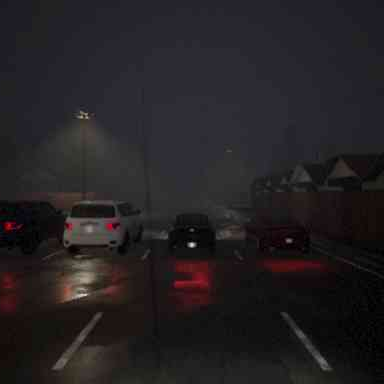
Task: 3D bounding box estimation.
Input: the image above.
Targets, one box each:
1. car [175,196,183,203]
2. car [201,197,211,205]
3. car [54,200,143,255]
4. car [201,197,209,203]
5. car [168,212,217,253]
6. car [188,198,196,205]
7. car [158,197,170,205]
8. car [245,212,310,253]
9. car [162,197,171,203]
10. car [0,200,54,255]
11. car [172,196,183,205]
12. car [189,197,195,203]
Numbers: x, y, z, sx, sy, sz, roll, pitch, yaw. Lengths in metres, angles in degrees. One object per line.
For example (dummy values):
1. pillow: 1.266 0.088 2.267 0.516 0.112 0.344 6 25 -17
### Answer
1. car: -3.487 2.066 90.790 2.097 1.767 4.553 0 -1 0
2. car: 3.512 2.268 79.563 1.812 1.442 4.674 0 -1 0
3. car: -3.498 1.350 14.027 2.150 2.045 5.566 0 0 0
4. car: 3.513 2.211 90.818 1.837 1.490 4.892 0 -1 0
5. car: 0.006 1.644 14.310 1.837 1.490 4.892 0 0 0
6. car: 0.012 2.339 79.593 1.895 1.301 4.718 0 -1 0
7. car: -6.988 2.268 79.564 1.812 1.442 4.674 0 -1 0
8. car: 3.508 1.616 14.476 1.882 1.535 5.008 0 0 0
9. car: -6.987 2.236 90.819 2.128 1.511 4.902 0 -1 0
10. car: -6.997 1.350 14.023 2.150 2.045 5.566 0 0 0
11. car: -3.488 1.948 79.182 2.150 2.045 5.566 0 -1 0
12. car: 0.013 2.235 90.818 1.812 1.442 4.674 0 -1 0
